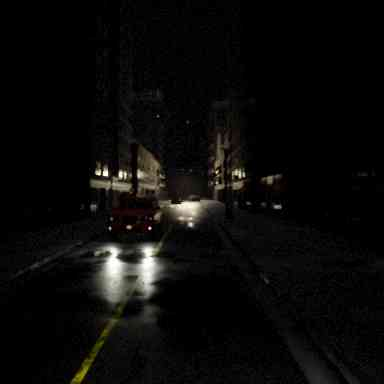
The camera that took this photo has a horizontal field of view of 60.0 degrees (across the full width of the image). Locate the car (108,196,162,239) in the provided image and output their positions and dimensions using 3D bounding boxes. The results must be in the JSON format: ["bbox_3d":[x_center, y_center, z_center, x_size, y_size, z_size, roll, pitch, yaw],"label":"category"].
[{"bbox_3d":[-2.848,1.231,17.816,2.150,2.045,5.566,0,0,0],"label":"car"}]

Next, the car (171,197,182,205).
[{"bbox_3d":[-2.776,1.608,59.781,2.033,1.411,5.357,0,0,1],"label":"car"}]

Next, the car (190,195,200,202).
[{"bbox_3d":[0.971,1.575,78.738,1.882,1.535,5.008,0,0,0],"label":"car"}]
